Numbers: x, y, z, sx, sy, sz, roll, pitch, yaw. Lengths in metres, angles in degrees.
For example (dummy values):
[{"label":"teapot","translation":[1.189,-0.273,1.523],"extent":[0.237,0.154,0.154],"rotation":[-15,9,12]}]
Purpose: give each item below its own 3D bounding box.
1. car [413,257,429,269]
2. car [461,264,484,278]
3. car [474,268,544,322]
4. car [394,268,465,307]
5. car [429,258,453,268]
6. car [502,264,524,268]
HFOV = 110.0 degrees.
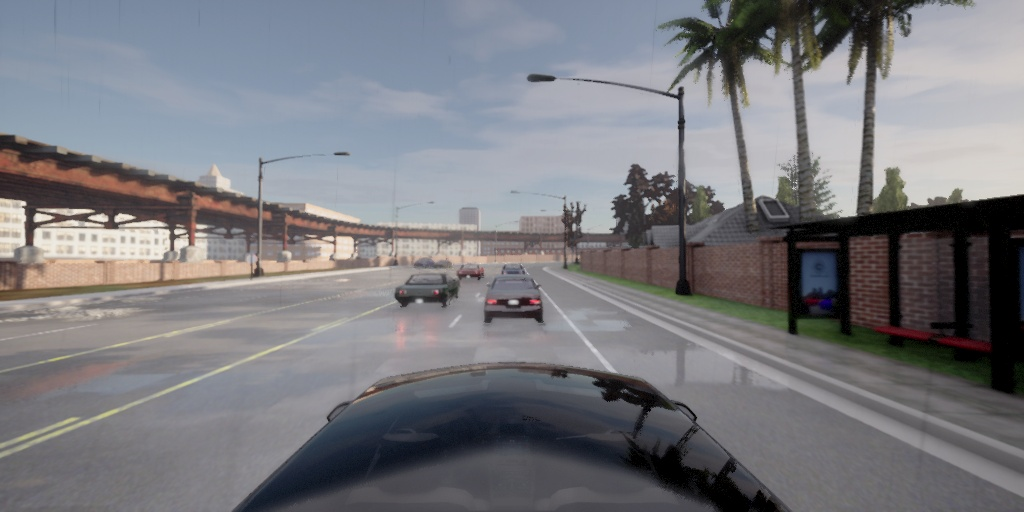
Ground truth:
[{"label":"car","translation":[-13.519,0.997,55.149],"extent":[2.097,1.767,4.553],"rotation":[0,0,6]},{"label":"car","translation":[-3.413,1.324,30.497],"extent":[1.895,1.301,4.718],"rotation":[0,0,0]},{"label":"car","translation":[0.065,1.322,12.371],"extent":[2.033,1.411,5.357],"rotation":[0,0,0]},{"label":"car","translation":[-3.417,1.372,15.508],"extent":[1.895,1.301,4.718],"rotation":[0,0,0]},{"label":"car","translation":[-10.268,1.190,53.458],"extent":[2.033,1.411,5.357],"rotation":[0,0,4]},{"label":"car","translation":[0.087,1.324,30.492],"extent":[1.895,1.301,4.718],"rotation":[0,0,0]}]
